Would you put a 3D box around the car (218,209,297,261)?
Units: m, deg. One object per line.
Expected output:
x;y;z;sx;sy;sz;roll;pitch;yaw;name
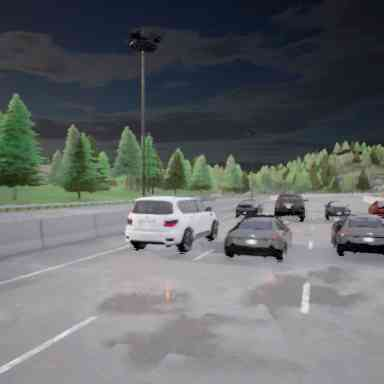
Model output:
2.587;1.534;12.302;1.994;1.385;4.181;0;0;21;car

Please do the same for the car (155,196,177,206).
-4.174;1.442;54.516;1.994;1.385;4.181;0;0;21;car

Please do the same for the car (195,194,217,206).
2.290;1.234;51.839;2.097;1.767;4.553;0;0;21;car

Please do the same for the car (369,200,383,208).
15.493;1.411;26.761;1.882;1.535;5.008;0;0;21;car

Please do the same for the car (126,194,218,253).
-0.575;1.192;13.832;2.150;2.045;5.566;0;0;21;car

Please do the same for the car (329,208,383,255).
6.526;1.532;12.807;1.994;1.385;4.181;0;0;21;car

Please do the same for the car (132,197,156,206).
-7.820;1.480;54.768;1.895;1.301;4.718;0;0;21;car

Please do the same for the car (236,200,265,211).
5.141;1.439;29.076;1.837;1.490;4.892;0;1;21;car

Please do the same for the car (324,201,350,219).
12.029;1.459;27.501;1.812;1.442;4.674;0;0;21;car

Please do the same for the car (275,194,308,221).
8.001;1.160;26.750;2.150;2.045;5.566;0;0;21;car

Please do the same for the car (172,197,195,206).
-1.262;1.483;52.340;1.895;1.301;4.718;0;0;21;car
